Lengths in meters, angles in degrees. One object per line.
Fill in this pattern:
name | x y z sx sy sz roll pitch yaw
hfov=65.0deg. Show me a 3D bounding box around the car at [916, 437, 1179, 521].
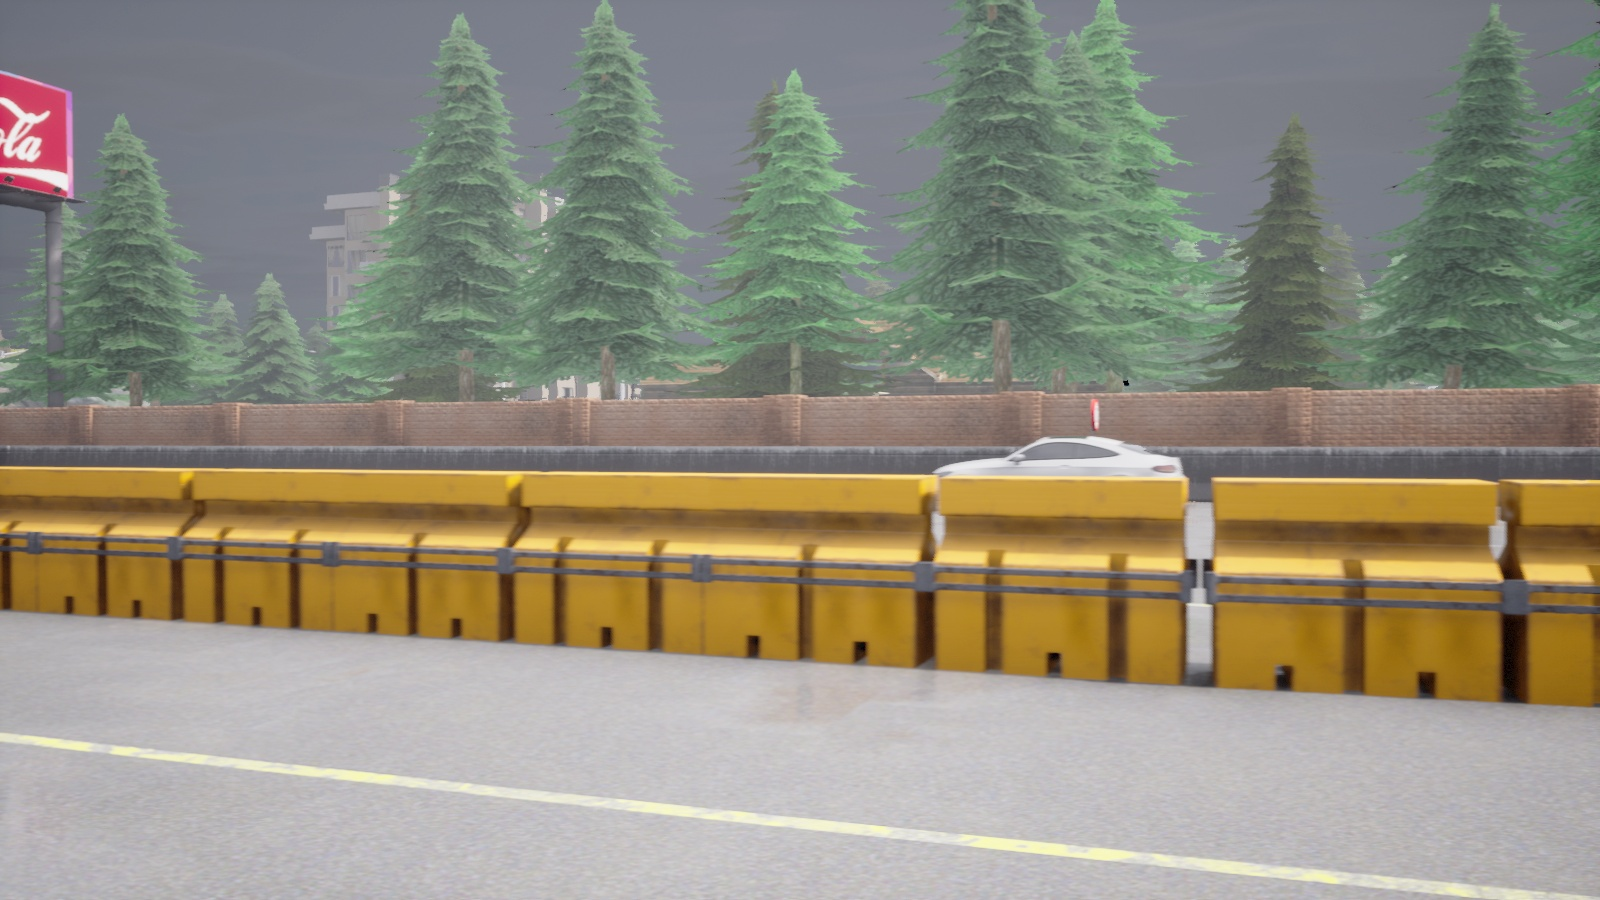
car | 4.689 0.498 23.777 4.674 1.442 1.812 1 1 19
